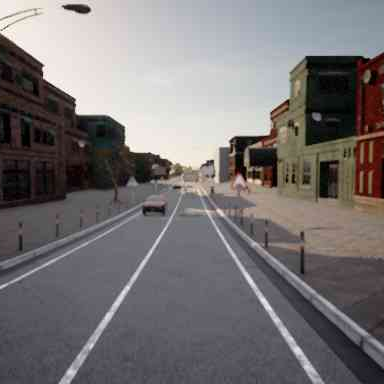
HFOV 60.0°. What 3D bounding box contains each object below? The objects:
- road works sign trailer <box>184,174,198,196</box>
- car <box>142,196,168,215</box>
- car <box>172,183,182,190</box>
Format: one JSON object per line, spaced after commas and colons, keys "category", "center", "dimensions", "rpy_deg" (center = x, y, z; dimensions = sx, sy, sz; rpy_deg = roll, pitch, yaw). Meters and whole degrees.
{"category": "road works sign trailer", "center": [-0.156, -1.221, 53.140], "dimensions": [2.380, 3.560, 2.880], "rpy_deg": [0, 4, 0]}
{"category": "car", "center": [-3.179, 1.077, 29.314], "dimensions": [1.882, 1.535, 5.008], "rpy_deg": [0, 2, 0]}
{"category": "car", "center": [-3.208, -1.171, 70.666], "dimensions": [1.895, 1.301, 4.718], "rpy_deg": [0, 3, 0]}
